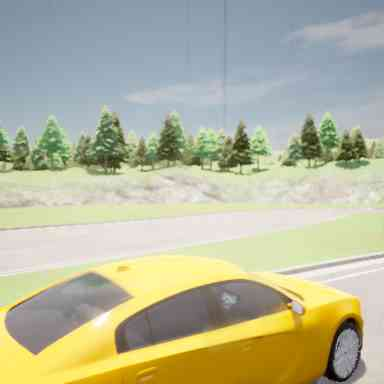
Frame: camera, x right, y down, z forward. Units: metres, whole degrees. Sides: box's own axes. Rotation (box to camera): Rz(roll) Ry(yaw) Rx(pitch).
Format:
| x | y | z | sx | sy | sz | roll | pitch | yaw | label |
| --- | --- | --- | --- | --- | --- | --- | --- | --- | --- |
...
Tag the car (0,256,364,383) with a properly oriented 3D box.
| x | y | z | sx | sy | sz | roll | pitch | yaw | label |
| --- | --- | --- | --- | --- | --- | --- | --- | --- | --- |
| -0.007 | 1.494 | 3.754 | 5.008 | 1.535 | 1.882 | 0 | 0 | -36 | car |
